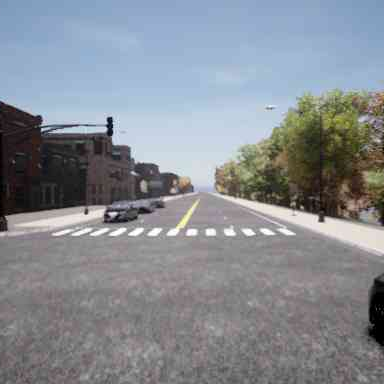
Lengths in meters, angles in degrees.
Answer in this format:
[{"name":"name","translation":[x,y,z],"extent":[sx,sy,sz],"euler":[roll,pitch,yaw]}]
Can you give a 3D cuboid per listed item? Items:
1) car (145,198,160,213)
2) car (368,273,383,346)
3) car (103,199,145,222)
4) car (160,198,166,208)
[{"name":"car","translation":[-5.169,1.514,36.059],"extent":[2.033,1.411,5.357],"euler":[0,0,2]},{"name":"car","translation":[3.560,1.463,3.199],"extent":[2.128,1.511,4.902],"euler":[0,0,2]},{"name":"car","translation":[-5.512,1.478,26.249],"extent":[2.128,1.511,4.902],"euler":[0,0,4]},{"name":"car","translation":[-4.792,1.510,46.030],"extent":[1.994,1.385,4.181],"euler":[0,0,3]}]
